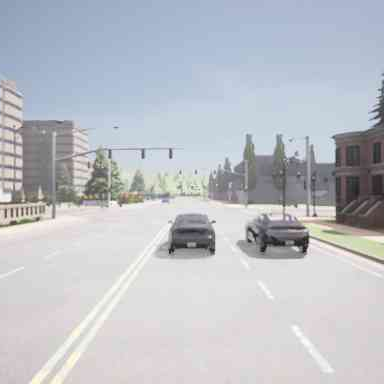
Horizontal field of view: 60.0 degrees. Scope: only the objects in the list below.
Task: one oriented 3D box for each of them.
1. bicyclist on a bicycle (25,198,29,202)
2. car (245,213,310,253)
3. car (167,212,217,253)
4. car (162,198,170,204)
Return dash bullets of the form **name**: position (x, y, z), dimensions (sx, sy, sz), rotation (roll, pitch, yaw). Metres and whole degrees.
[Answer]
- **bicyclist on a bicycle**: position (-25.271, 1.783, 50.901), dimensions (0.582, 1.620, 1.656), rotation (0, 0, 0)
- **car**: position (3.498, 1.628, 14.297), dimensions (2.128, 1.511, 4.902), rotation (0, 0, 0)
- **car**: position (-0.002, 1.643, 14.297), dimensions (1.837, 1.490, 4.892), rotation (0, 0, 0)
- **car**: position (-7.038, 2.316, 88.896), dimensions (1.882, 1.535, 5.008), rotation (0, -1, 0)
